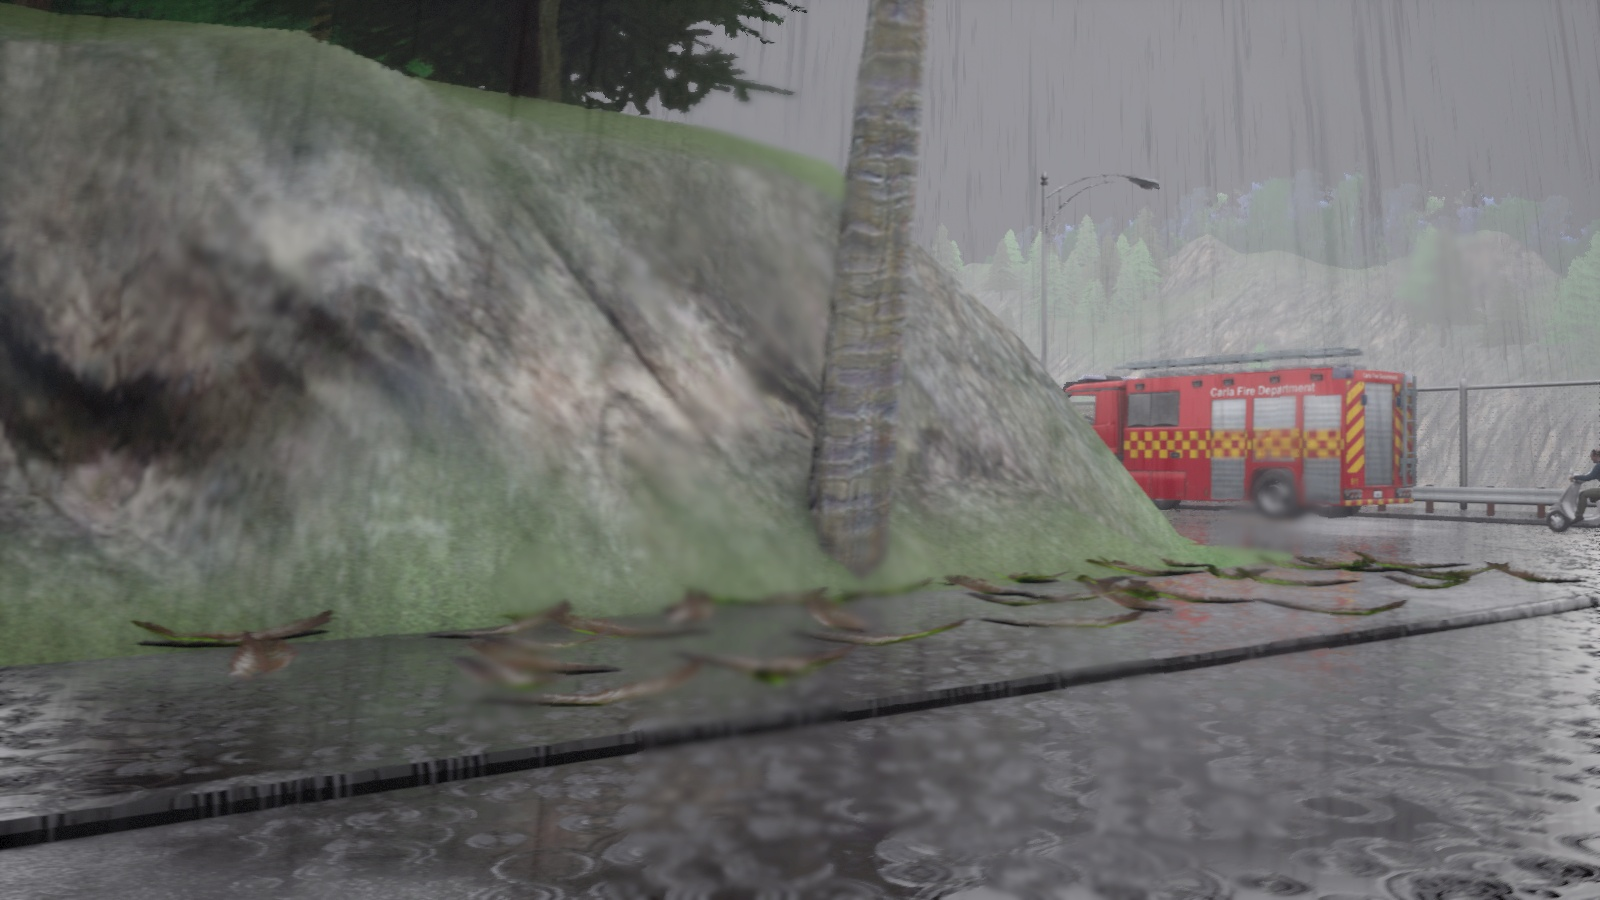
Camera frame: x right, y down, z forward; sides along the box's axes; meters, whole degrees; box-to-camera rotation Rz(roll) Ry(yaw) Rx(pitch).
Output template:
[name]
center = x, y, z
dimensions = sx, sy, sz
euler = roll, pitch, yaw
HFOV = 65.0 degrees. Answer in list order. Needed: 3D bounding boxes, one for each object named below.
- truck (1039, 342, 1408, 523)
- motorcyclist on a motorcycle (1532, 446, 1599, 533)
[truck]
center = 10.025, -0.365, 30.844
dimensions = 2.891, 3.827, 8.468
euler = 0, 0, -36
[motorcyclist on a motorcycle]
center = 14.875, 0.725, 23.508
dimensions = 0.866, 1.590, 1.817
euler = 0, 0, -29
